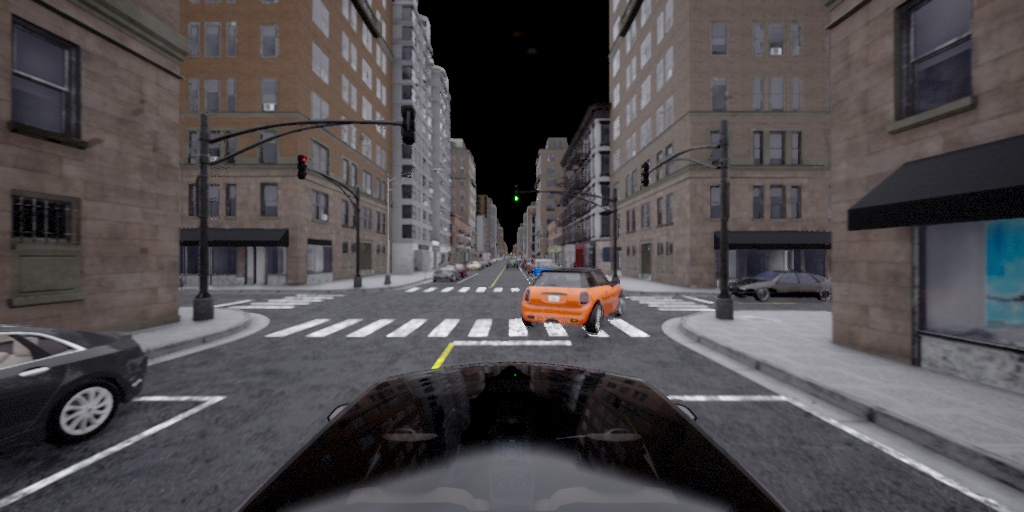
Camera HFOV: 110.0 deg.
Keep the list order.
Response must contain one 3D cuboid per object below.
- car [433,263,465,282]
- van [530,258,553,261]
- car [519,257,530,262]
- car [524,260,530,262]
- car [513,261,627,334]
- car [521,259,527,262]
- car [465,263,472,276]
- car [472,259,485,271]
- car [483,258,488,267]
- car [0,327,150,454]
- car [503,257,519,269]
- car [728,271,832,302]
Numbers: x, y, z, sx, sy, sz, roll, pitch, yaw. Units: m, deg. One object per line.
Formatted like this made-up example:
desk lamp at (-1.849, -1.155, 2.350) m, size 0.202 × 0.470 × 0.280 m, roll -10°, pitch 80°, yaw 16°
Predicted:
car at (-5.383, 1.384, 29.708) m, size 2.007 × 1.370 × 4.403 m, roll 0°, pitch 0°, yaw 0°
van at (2.642, 1.174, 29.716) m, size 1.690 × 1.789 × 3.998 m, roll 0°, pitch 0°, yaw 0°
car at (2.646, 1.225, 58.123) m, size 2.192 × 1.841 × 5.009 m, roll 0°, pitch 0°, yaw 0°
car at (2.643, 1.449, 41.078) m, size 1.802 × 1.307 × 4.207 m, roll 0°, pitch 0°, yaw 0°
car at (2.096, 1.132, 11.170) m, size 2.097 × 1.767 × 4.553 m, roll 0°, pitch 0°, yaw 28°
car at (2.645, 1.480, 52.441) m, size 1.802 × 1.307 × 4.207 m, roll 0°, pitch 0°, yaw 0°
car at (-5.382, 1.395, 35.390) m, size 1.888 × 1.381 × 4.507 m, roll 0°, pitch 0°, yaw 0°
car at (-5.380, 1.423, 52.266) m, size 1.751 × 1.417 × 4.829 m, roll 0°, pitch 0°, yaw 0°
car at (-5.379, 1.476, 58.118) m, size 1.948 × 1.339 × 4.313 m, roll 0°, pitch 0°, yaw 0°
car at (-5.387, 1.303, 2.627) m, size 2.007 × 1.370 × 4.403 m, roll 0°, pitch 0°, yaw 0°
car at (0.062, 1.265, 59.260) m, size 2.097 × 1.767 × 4.553 m, roll 0°, pitch 0°, yaw 1°
car at (13.271, 1.434, 17.540) m, size 5.357 × 1.411 × 2.033 m, roll 0°, pitch 0°, yaw -1°
